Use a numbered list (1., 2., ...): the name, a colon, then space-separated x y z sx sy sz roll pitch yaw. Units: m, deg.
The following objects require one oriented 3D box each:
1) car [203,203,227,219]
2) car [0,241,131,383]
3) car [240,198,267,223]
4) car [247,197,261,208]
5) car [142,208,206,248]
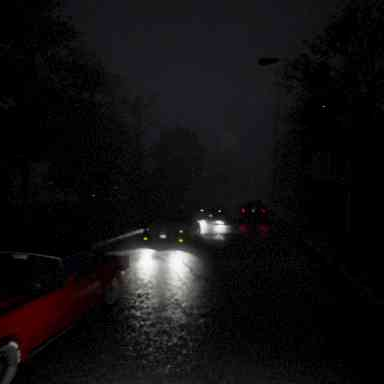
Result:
1. car: 1.943 1.626 29.394 1.895 1.301 4.718 2 0 11
2. car: -2.608 1.537 5.176 1.895 1.301 4.718 2 0 10
3. car: 5.080 1.468 27.461 2.097 1.767 4.553 2 0 11
4. car: 9.454 1.587 50.677 1.994 1.385 4.181 2 1 11
5. car: -0.789 1.558 14.994 1.994 1.385 4.181 2 0 10
